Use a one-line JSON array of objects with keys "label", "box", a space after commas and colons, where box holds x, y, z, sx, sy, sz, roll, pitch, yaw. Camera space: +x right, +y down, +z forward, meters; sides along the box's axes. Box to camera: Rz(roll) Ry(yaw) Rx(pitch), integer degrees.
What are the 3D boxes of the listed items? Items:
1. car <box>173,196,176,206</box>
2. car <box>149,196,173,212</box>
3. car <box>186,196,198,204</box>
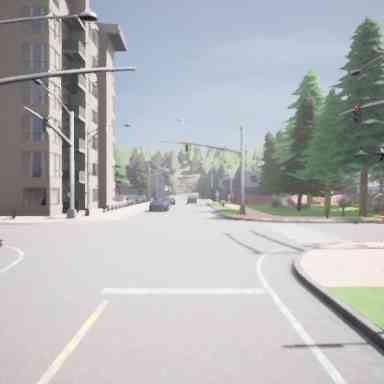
[{"label": "car", "box": [-3.564, 1.359, 52.370, 2.128, 1.511, 4.902, 0, 0, 0]}, {"label": "car", "box": [-3.590, 1.259, 37.309, 2.097, 1.767, 4.553, 0, 0, 0]}, {"label": "car", "box": [-0.002, 1.397, 59.801, 2.033, 1.411, 5.357, 0, 0, 0]}]
